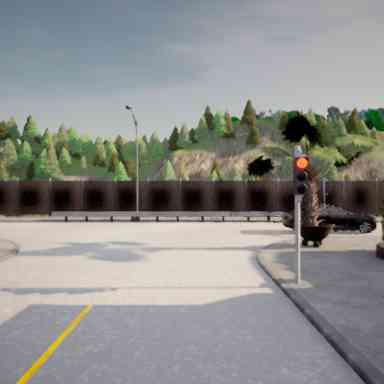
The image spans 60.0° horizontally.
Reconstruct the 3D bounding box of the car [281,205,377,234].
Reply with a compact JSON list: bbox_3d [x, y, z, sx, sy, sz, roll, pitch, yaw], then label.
[{"bbox_3d":[7.529,1.465,18.419,5.008,1.535,1.882,0,0,0],"label":"car"}]
